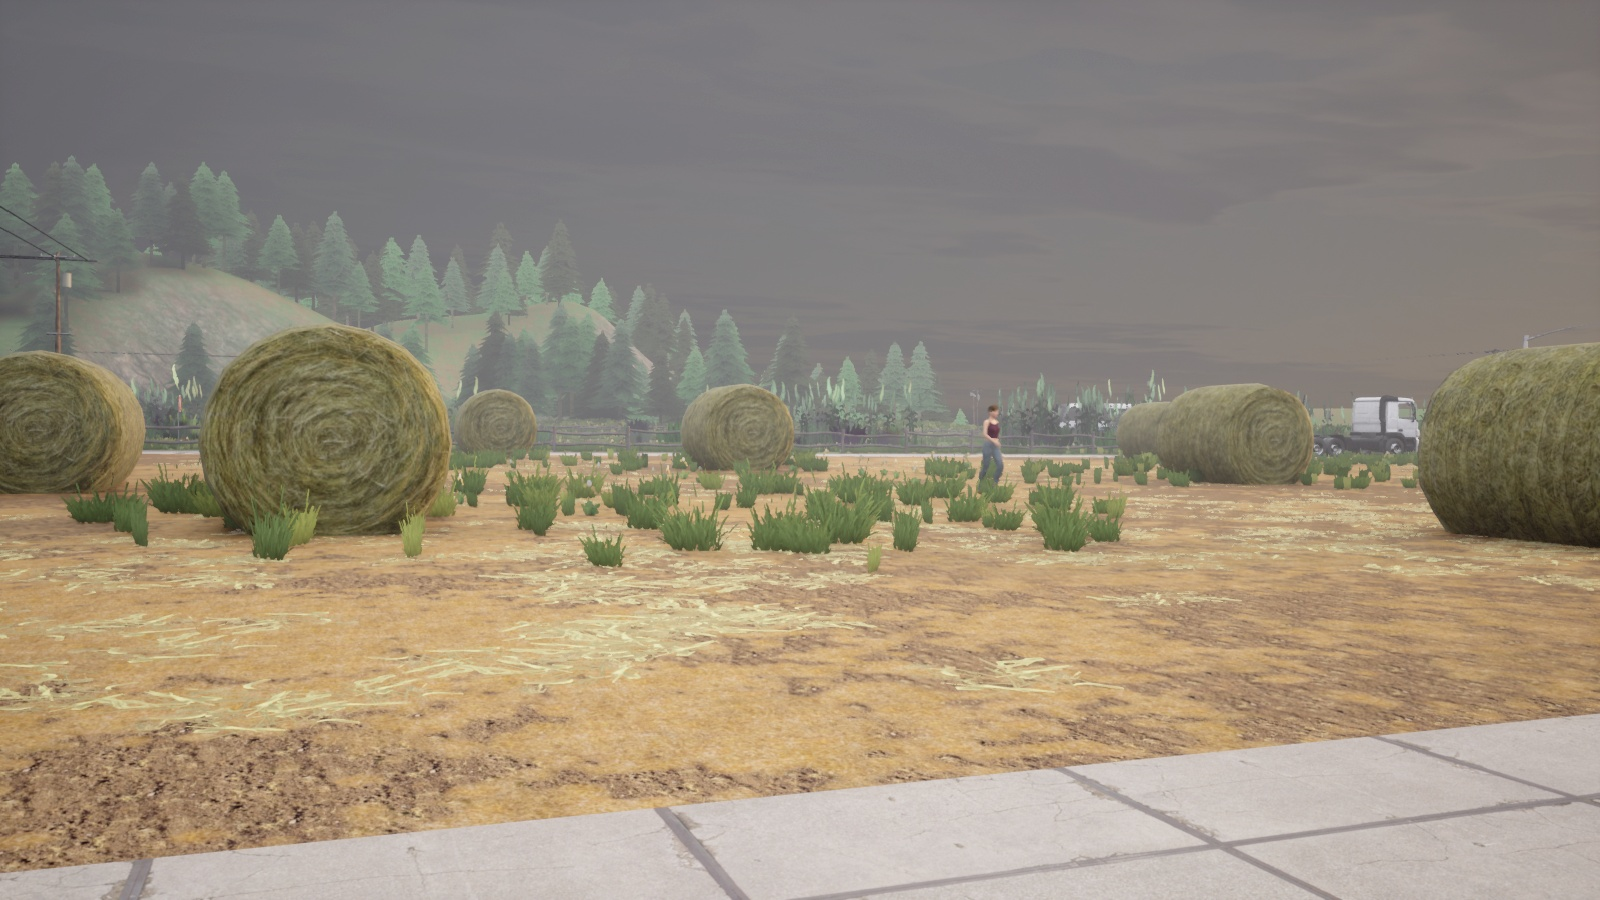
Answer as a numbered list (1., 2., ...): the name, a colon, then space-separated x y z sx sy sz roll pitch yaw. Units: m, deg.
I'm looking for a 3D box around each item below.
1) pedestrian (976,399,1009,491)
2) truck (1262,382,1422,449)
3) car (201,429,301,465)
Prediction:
1. pedestrian: 3.890 -0.113 25.408 0.345 1.836 0.594 -1 1 -33
2. truck: 29.346 -1.891 68.004 7.936 3.462 2.891 -1 1 -17
3. car: -24.130 -0.149 55.368 3.806 1.475 1.970 -1 1 -17
